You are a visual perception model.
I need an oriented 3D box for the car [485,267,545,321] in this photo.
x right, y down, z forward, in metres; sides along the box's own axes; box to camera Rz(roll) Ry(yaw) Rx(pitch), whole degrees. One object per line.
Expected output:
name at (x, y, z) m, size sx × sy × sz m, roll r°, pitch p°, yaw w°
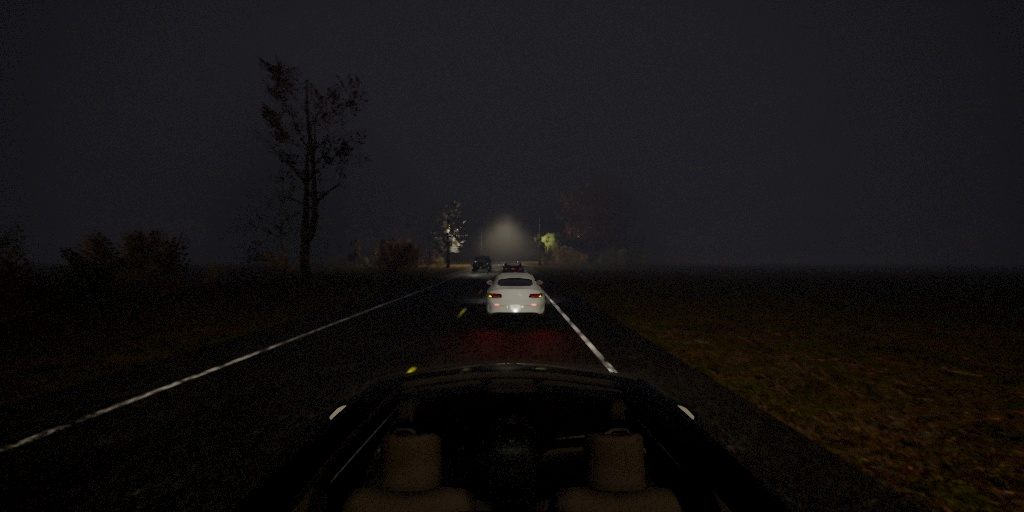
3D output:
car at (0.097, 1.272, 12.343) m, size 1.812 × 1.442 × 4.674 m, roll 0°, pitch 0°, yaw 0°

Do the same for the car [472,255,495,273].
car at (-3.596, 0.948, 43.946) m, size 2.150 × 2.045 × 5.566 m, roll 0°, pitch 0°, yaw 0°

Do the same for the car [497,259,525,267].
car at (0.095, 1.228, 30.334) m, size 2.128 × 1.511 × 4.902 m, roll 0°, pitch 0°, yaw 0°
